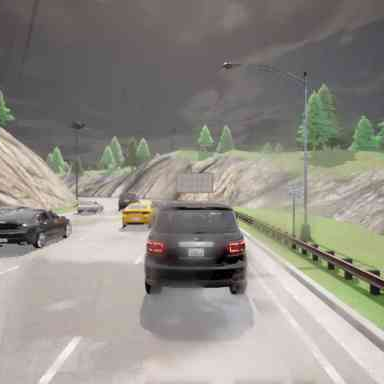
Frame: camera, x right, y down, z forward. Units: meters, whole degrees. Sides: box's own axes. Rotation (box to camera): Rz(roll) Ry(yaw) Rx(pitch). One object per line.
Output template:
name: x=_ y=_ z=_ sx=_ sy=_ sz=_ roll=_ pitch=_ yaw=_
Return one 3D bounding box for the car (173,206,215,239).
car: x=0.088 y=1.558 z=18.103 sx=1.994 sy=1.385 sz=4.181 roll=0 pitch=0 yaw=0

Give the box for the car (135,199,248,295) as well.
car: x=0.087 y=1.221 z=8.884 sx=2.150 sy=2.045 sz=5.566 roll=0 pitch=0 yaw=0

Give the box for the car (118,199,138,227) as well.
car: x=-3.432 y=1.477 z=22.522 sx=1.882 sy=1.535 sz=5.008 roll=0 pitch=0 yaw=0

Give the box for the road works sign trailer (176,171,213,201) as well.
road works sign trailer: x=0.186 y=0.464 z=21.599 sx=2.380 sy=3.560 sz=2.880 roll=0 pitch=0 yaw=0

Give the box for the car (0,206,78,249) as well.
car: x=-6.918 y=1.506 z=14.653 sx=1.837 sy=1.490 sz=4.892 roll=0 pitch=0 yaw=0

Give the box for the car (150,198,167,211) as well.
car: x=-4.377 y=1.547 z=42.636 sx=2.033 sy=1.411 sz=5.357 roll=0 pitch=0 yaw=-8

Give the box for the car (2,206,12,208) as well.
car: x=-10.426 y=1.547 z=19.705 sx=2.033 sy=1.411 sz=5.357 roll=0 pitch=0 yaw=0

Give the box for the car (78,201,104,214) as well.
car: x=-10.824 y=1.601 z=35.663 sx=1.895 sy=1.301 sz=4.718 roll=0 pitch=0 yaw=-3

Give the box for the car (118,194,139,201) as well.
car: x=-7.643 y=1.219 z=40.244 sx=2.150 sy=2.045 sz=5.566 roll=0 pitch=0 yaw=-6
